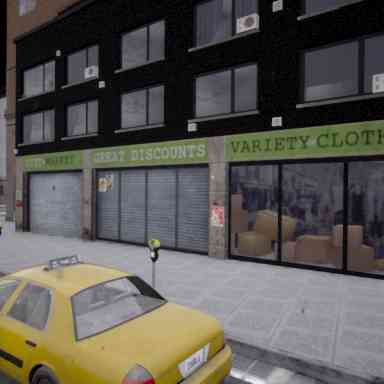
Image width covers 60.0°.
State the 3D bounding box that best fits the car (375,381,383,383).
[{"bbox_3d":[2.829,1.551,1.071,4.403,1.369,2.008,0,1,36],"label":"car"}]

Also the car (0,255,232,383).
[{"bbox_3d":[-1.855,1.524,4.416,4.829,1.417,1.752,0,1,36],"label":"car"}]
